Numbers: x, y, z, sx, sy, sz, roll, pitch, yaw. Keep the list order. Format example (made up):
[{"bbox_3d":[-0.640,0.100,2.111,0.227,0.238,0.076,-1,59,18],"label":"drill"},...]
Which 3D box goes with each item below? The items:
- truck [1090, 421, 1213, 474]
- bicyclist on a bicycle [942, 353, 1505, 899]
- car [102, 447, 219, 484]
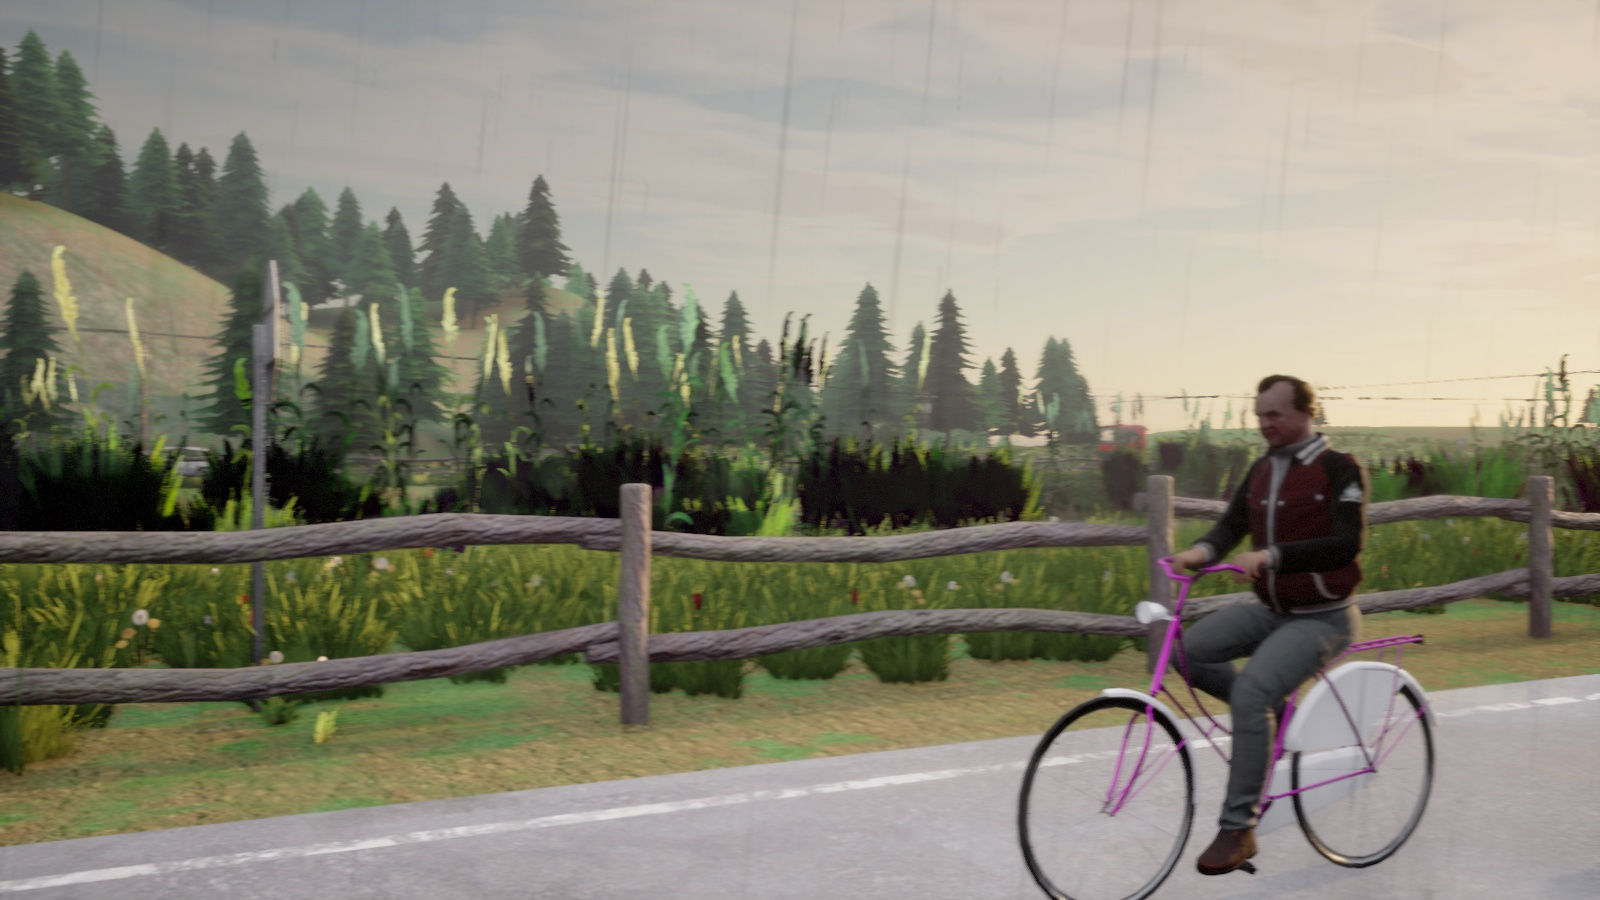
[{"bbox_3d":[23.901,-0.169,85.402,7.936,3.462,2.891,0,0,-22],"label":"truck"},{"bbox_3d":[1.444,0.616,4.226,1.843,1.776,0.659,0,0,-24],"label":"bicyclist on a bicycle"},{"bbox_3d":[-29.447,0.693,57.838,4.611,1.667,2.242,0,0,-33],"label":"car"}]
